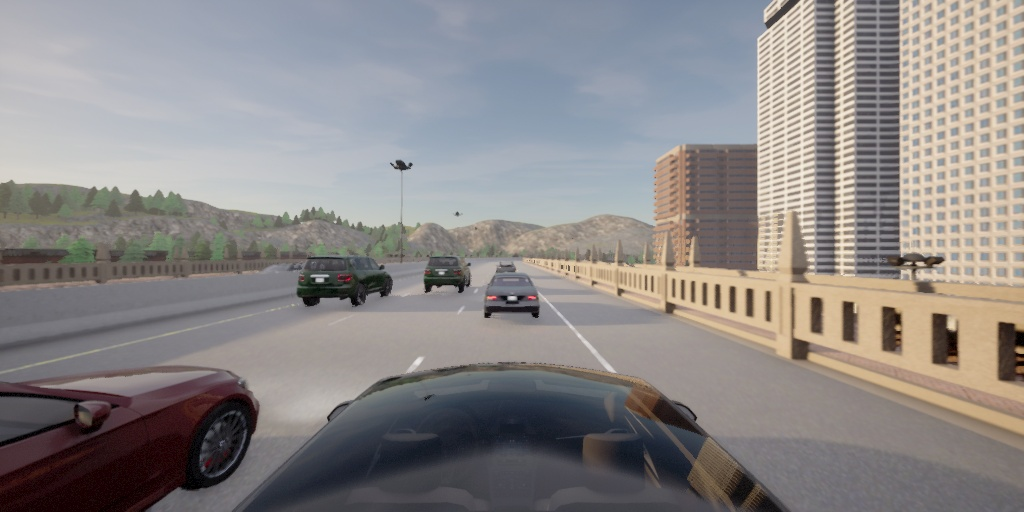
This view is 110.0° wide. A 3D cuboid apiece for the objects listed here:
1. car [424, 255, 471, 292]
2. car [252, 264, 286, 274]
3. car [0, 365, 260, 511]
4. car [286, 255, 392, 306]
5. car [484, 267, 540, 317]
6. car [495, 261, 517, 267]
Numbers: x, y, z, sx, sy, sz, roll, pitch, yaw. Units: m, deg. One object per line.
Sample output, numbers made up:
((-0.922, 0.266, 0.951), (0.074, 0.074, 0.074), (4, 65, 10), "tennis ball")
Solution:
((-3.734, 0.981, 21.368), (2.150, 2.045, 5.566), (0, 0, -1), "car")
((-14.456, 1.243, 22.599), (1.882, 1.535, 5.008), (0, 0, -1), "car")
((-3.427, 1.277, 1.620), (1.812, 1.442, 4.674), (0, 0, 0), "car")
((-7.109, 0.980, 15.835), (2.150, 2.045, 5.566), (0, 0, -1), "car")
((-0.048, 1.302, 13.138), (2.033, 1.411, 5.357), (0, 0, -1), "car")
((-0.547, 1.255, 34.551), (2.128, 1.511, 4.902), (0, 0, -1), "car")
